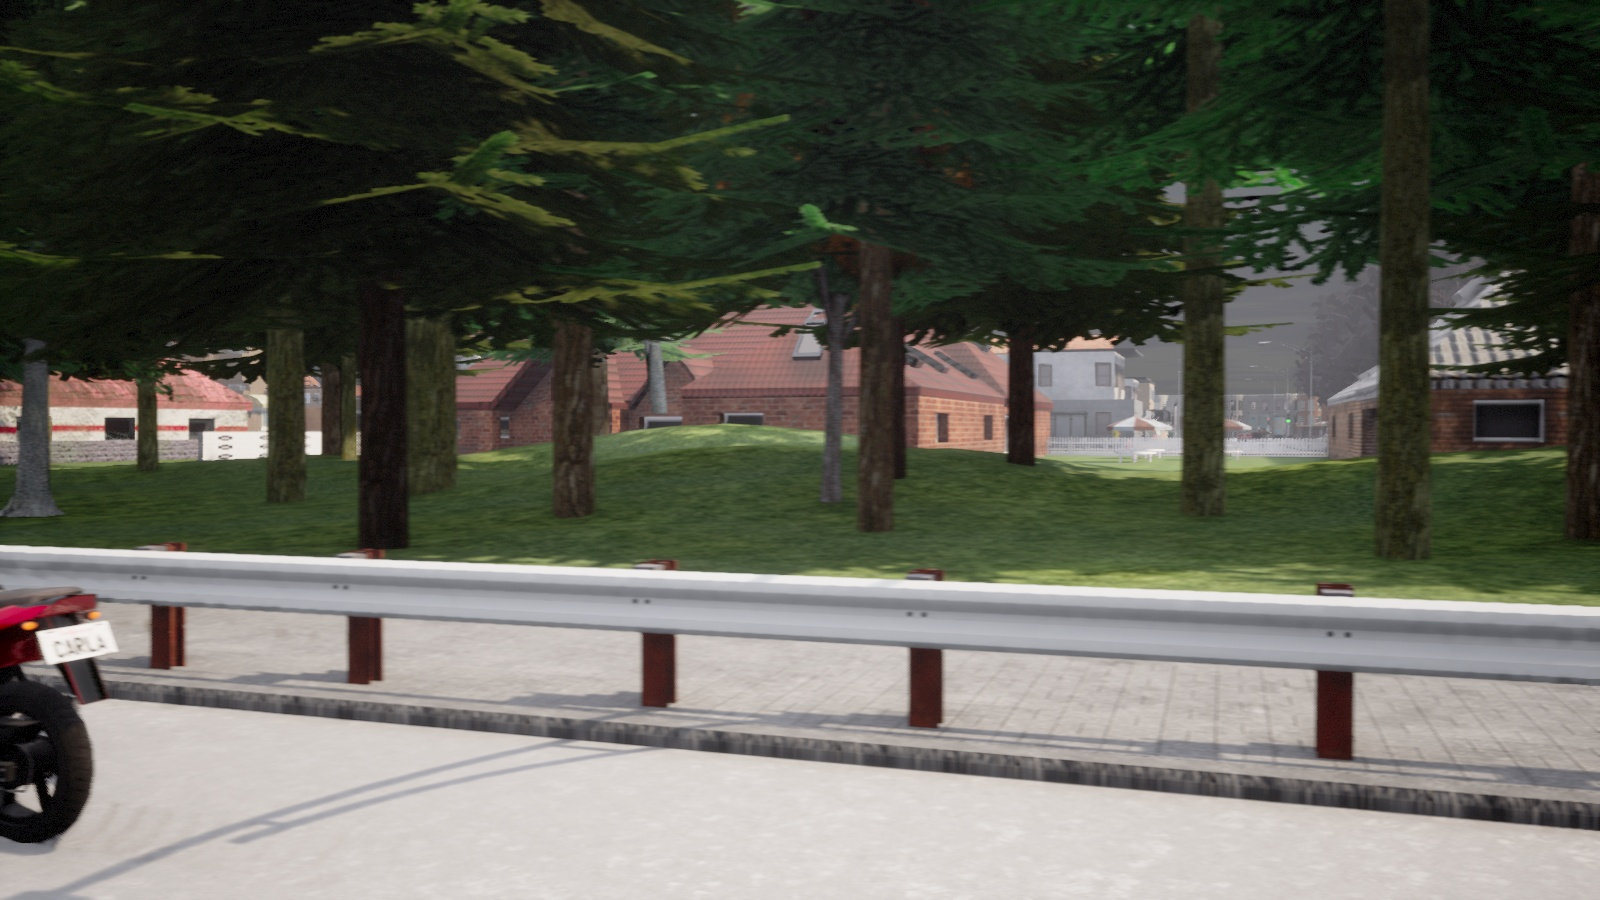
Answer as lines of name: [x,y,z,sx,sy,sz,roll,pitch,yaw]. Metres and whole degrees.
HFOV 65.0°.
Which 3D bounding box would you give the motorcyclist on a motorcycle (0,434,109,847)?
motorcyclist on a motorcycle: [-3.893,0.694,5.031,2.044,1.523,0.797,1,1,19]
